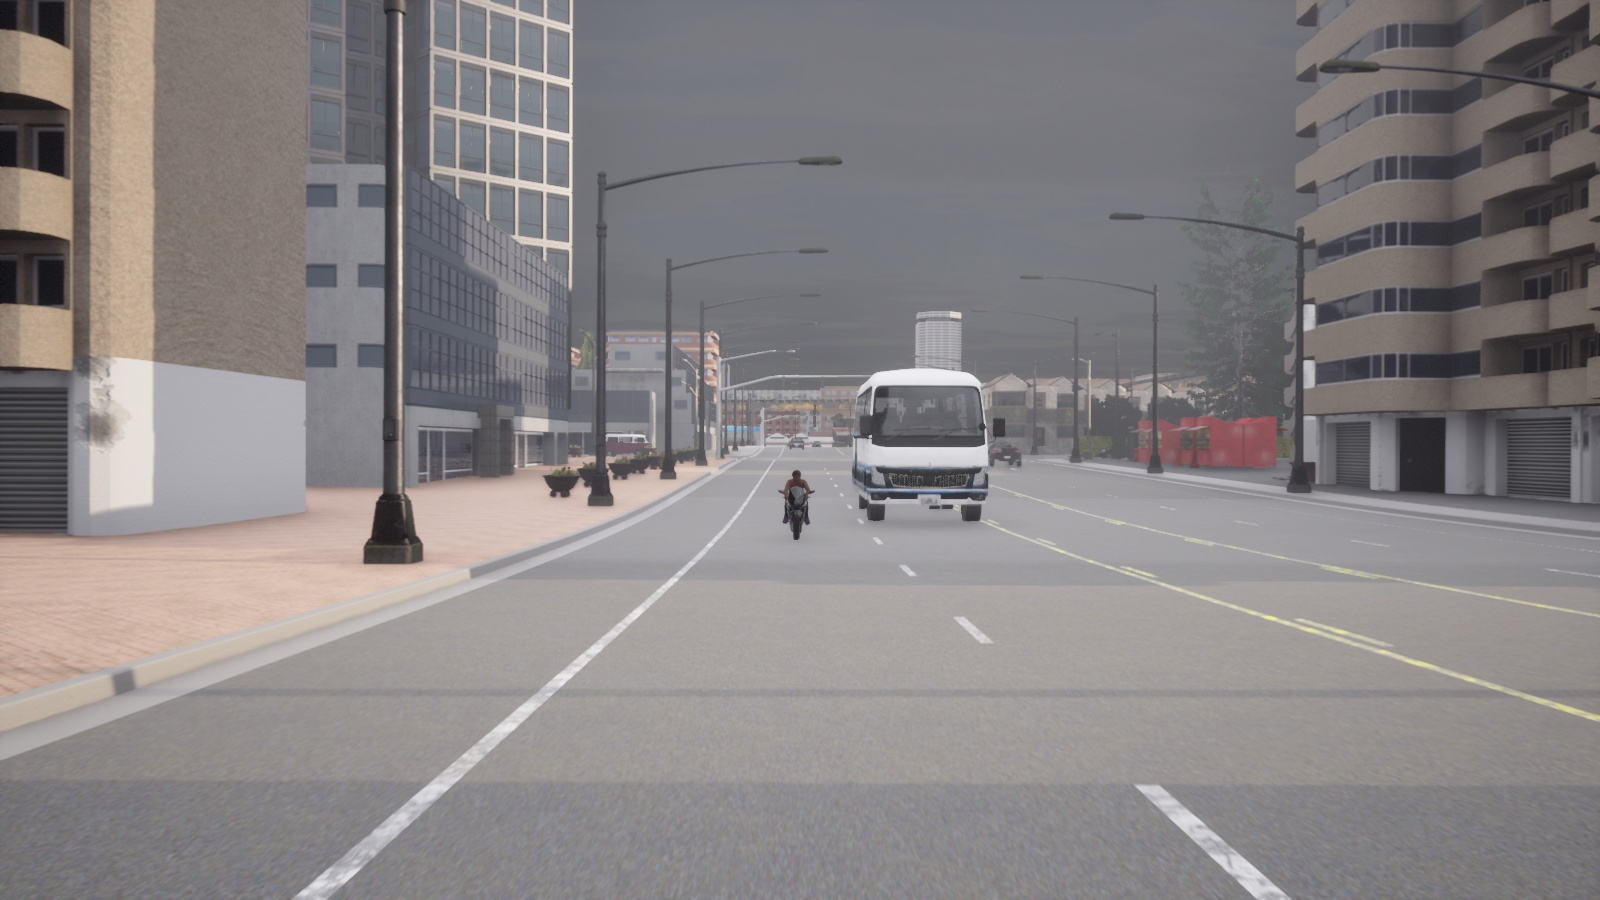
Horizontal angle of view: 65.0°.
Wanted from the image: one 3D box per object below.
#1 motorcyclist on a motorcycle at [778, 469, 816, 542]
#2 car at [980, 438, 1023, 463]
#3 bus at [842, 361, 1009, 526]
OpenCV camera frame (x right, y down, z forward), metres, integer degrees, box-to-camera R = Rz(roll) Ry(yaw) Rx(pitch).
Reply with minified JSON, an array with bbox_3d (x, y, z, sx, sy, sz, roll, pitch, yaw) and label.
[{"bbox_3d":[-0.066,1.201,27.695,0.797,1.523,2.044,0,0,0],"label":"motorcyclist on a motorcycle"},{"bbox_3d":[13.800,0.016,86.165,2.152,1.651,5.027,0,1,0],"label":"car"},{"bbox_3d":[3.405,-0.209,37.552,3.944,4.253,10.273,0,1,0],"label":"bus"}]
